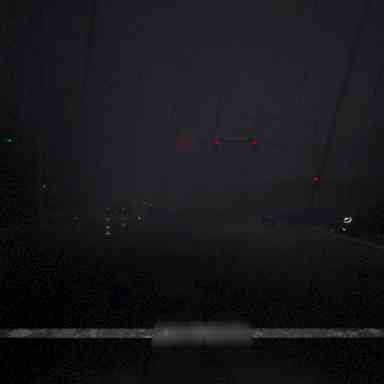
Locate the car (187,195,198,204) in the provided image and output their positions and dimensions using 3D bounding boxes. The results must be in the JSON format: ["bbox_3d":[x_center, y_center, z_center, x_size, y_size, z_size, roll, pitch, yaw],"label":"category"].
[{"bbox_3d":[0.049,1.505,63.823,1.837,1.490,4.892,0,0,0],"label":"car"}]

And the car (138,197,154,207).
[{"bbox_3d":[-7.051,1.505,51.731,1.837,1.490,4.892,0,0,0],"label":"car"}]

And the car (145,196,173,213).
[{"bbox_3d":[-3.560,1.352,37.045,2.097,1.767,4.553,0,0,0],"label":"car"}]

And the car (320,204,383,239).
[{"bbox_3d":[9.476,1.396,17.257,4.553,1.767,2.097,0,0,-3],"label":"car"}]

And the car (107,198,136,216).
[{"bbox_3d":[-7.069,1.526,32.951,1.812,1.442,4.674,0,0,0],"label":"car"}]

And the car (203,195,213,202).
[{"bbox_3d":[3.557,1.386,73.930,2.128,1.511,4.902,0,0,0],"label":"car"}]

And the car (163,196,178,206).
[{"bbox_3d":[-3.537,1.492,55.672,2.128,1.511,4.902,0,0,0],"label":"car"}]

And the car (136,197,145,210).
[{"bbox_3d":[-7.061,1.478,42.245,1.882,1.535,5.008,0,0,0],"label":"car"}]

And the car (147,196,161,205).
[{"bbox_3d":[-7.015,1.492,62.140,2.128,1.511,4.902,0,0,0],"label":"car"}]

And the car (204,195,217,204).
[{"bbox_3d":[3.549,1.352,63.791,2.097,1.767,4.553,0,0,0],"label":"car"}]

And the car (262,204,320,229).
[{"bbox_3d":[6.943,1.511,21.018,5.008,1.535,1.882,0,0,0],"label":"car"}]

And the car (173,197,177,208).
[{"bbox_3d":[-3.559,1.564,45.614,1.994,1.385,4.181,0,0,0],"label":"car"}]

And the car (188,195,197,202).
[{"bbox_3d":[0.057,1.413,73.933,1.994,1.385,4.181,0,0,0],"label":"car"}]
